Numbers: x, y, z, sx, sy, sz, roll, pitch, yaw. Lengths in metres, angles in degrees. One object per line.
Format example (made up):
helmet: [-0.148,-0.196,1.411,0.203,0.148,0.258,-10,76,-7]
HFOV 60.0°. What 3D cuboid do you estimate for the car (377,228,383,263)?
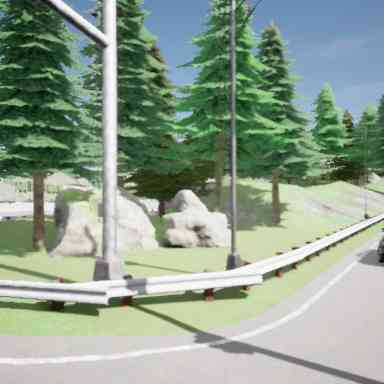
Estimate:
car: [7.899,1.727,11.789,1.994,1.385,4.181,0,0,36]

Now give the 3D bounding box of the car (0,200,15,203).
car: [-29.923,2.018,52.767,1.994,1.385,4.181,0,0,36]
